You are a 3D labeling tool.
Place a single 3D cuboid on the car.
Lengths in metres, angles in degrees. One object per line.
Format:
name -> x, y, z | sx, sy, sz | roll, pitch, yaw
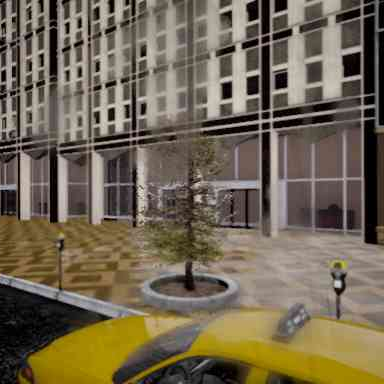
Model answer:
car -> 0.503, 1.533, 2.515 | 4.829, 1.417, 1.752 | -1, 0, 36
